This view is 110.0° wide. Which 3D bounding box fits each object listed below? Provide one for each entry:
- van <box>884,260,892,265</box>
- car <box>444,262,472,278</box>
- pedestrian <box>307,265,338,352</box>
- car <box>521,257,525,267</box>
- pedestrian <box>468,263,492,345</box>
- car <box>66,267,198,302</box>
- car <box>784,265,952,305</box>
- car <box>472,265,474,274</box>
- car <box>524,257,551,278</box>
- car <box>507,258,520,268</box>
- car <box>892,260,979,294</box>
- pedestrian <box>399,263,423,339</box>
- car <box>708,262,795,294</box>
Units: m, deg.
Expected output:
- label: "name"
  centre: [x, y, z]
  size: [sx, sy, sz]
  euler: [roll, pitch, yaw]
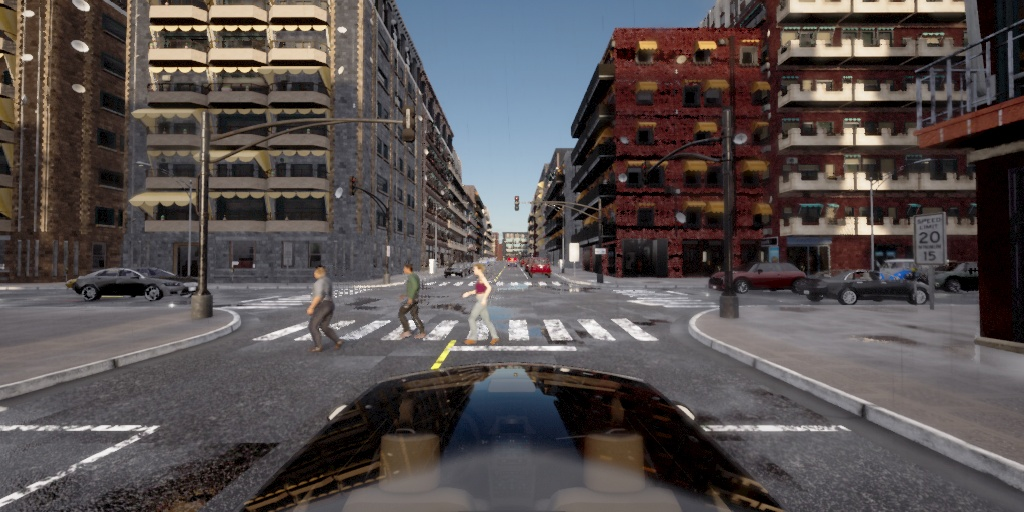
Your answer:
- label: "van"
  centre: [24.922, 1.115, 21.912]
  size: [3.998, 1.789, 1.690]
  euler: [0, 0, 0]
- label: "car"
  centre: [-5.282, 1.328, 34.340]
  size: [1.948, 1.339, 4.313]
  euler: [0, 0, 0]
- label: "pedestrian"
  centre: [-3.930, 1.046, 7.408]
  size: [0.375, 1.860, 0.375]
  euler: [1, -1, 0]
- label: "car"
  centre: [2.611, 1.086, 45.500]
  size: [2.192, 1.841, 5.009]
  euler: [0, 0, 0]
- label: "pedestrian"
  centre: [-0.706, 1.047, 8.006]
  size: [0.375, 1.860, 0.375]
  euler: [1, -1, 0]
- label: "car"
  centre: [-17.247, 1.268, 16.677]
  size: [4.902, 1.511, 2.128]
  euler: [0, -1, 2]
- label: "car"
  centre: [13.757, 1.185, 14.072]
  size: [4.403, 1.370, 2.007]
  euler: [0, 0, 0]
- label: "car"
  centre: [-5.276, 1.331, 39.901]
  size: [1.948, 1.339, 4.313]
  euler: [0, 0, 0]
- label: "car"
  centre: [2.600, 1.077, 34.377]
  size: [2.192, 1.841, 5.009]
  euler: [0, 0, 0]
- label: "car"
  centre: [0.064, 1.424, 63.994]
  size: [1.895, 1.301, 4.718]
  euler: [0, 0, 0]
- label: "car"
  centre: [24.166, 1.078, 19.468]
  size: [4.553, 1.767, 2.097]
  euler: [0, -1, 0]
- label: "pedestrian"
  centre: [-2.451, 1.040, 8.608]
  size: [0.375, 1.860, 0.375]
  euler: [1, -1, 0]
- label: "car"
  centre: [13.233, 1.101, 19.484]
  size: [4.553, 1.767, 2.097]
  euler: [0, -1, -1]
